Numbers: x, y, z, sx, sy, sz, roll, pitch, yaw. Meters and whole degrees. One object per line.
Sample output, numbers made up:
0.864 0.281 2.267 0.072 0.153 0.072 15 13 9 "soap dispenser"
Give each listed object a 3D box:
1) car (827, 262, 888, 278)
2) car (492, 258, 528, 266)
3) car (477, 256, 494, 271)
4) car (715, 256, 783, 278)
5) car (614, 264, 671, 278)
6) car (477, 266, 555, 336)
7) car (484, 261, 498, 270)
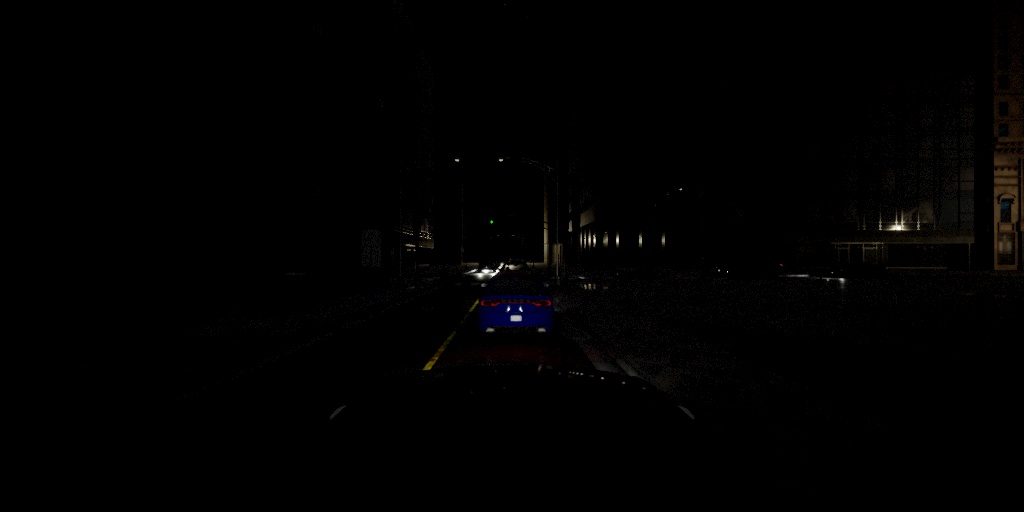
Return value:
32.064 1.276 33.289 4.674 1.442 1.812 0 0 0 "car"
0.246 1.107 20.763 2.097 1.767 4.553 0 0 3 "car"
-3.147 0.999 45.784 2.150 2.045 5.566 0 0 -2 "car"
21.968 0.986 33.291 5.566 2.045 2.150 0 0 -1 "car"
12.016 1.371 33.270 4.718 1.301 1.895 0 0 3 "car"
0.091 1.229 10.448 1.882 1.535 5.008 0 0 0 "car"
-3.149 1.390 55.674 1.895 1.301 4.718 0 0 0 "car"
